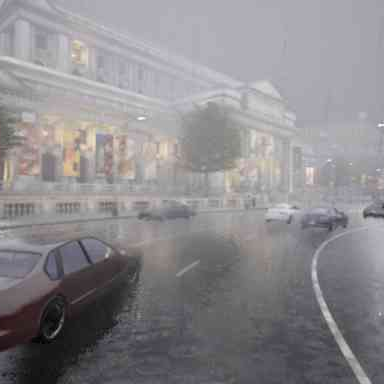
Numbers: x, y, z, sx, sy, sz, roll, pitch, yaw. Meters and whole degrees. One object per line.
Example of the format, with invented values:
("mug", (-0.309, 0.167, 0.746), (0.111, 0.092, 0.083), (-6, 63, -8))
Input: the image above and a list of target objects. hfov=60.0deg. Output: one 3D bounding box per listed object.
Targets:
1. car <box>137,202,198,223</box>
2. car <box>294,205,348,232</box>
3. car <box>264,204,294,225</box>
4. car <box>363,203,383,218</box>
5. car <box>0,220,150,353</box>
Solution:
("car", (-1.717, 1.508, 25.513), (2.033, 1.411, 5.357), (1, 0, 37))
("car", (8.282, 1.603, 20.745), (1.812, 1.442, 4.674), (1, 0, 39))
("car", (7.020, 1.585, 24.692), (1.812, 1.442, 4.674), (1, 0, 39))
("car", (17.604, 1.738, 31.262), (1.994, 1.385, 4.181), (1, 0, 42))
("car", (-2.620, 1.511, 6.385), (2.033, 1.411, 5.357), (1, 0, 12))
